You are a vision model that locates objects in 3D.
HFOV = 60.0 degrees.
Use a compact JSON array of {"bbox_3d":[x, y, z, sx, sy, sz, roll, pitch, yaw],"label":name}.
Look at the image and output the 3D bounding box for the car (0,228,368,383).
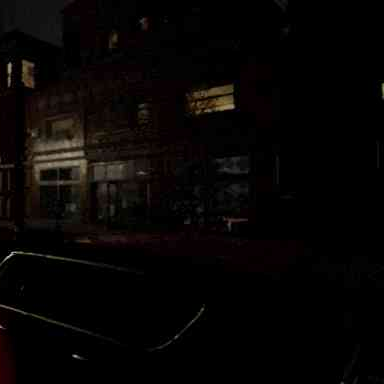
[{"bbox_3d":[-0.915,1.340,3.519,5.009,1.841,2.192,-1,0,35],"label":"car"}]
